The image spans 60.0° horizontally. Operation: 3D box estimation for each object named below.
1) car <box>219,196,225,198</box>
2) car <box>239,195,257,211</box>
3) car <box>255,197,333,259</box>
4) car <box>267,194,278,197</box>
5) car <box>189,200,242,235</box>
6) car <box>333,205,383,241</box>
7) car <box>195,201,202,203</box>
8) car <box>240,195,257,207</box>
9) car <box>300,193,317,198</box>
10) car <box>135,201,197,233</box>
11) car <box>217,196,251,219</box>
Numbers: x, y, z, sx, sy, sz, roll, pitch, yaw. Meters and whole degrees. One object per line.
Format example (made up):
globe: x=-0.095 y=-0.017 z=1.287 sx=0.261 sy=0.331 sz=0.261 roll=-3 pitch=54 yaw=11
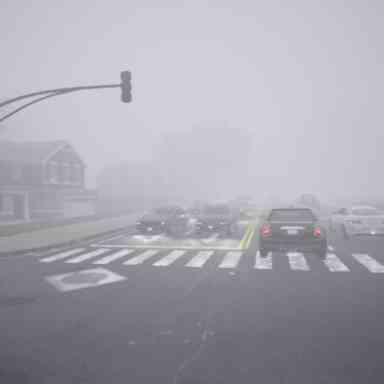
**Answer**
car: x=4.447 y=1.292 z=45.561 sx=1.812 sy=1.442 sz=4.674 roll=-1 pitch=0 yaw=13
car: x=5.595 y=1.124 z=36.093 sx=2.097 sy=1.767 sz=4.553 roll=-1 pitch=0 yaw=13
car: x=3.596 y=1.242 z=12.381 sx=2.097 sy=1.767 sz=4.553 roll=-1 pitch=0 yaw=13
car: x=13.979 y=1.016 z=57.627 sx=2.128 sy=1.511 sz=4.902 roll=-1 pitch=0 yaw=13
car: x=1.439 y=1.422 z=18.331 sx=1.837 sy=1.490 sz=4.892 roll=-1 pitch=0 yaw=13
car: x=7.591 y=1.322 z=15.271 sx=1.812 sy=1.442 sz=4.674 roll=-1 pitch=0 yaw=13
car: x=0.725 y=1.461 z=29.584 sx=1.994 sy=1.385 sz=4.181 roll=-1 pitch=0 yaw=14
car: x=7.835 y=1.171 z=45.701 sx=1.882 sy=1.535 sz=5.008 roll=-1 pitch=0 yaw=14
car: x=12.302 y=0.982 z=35.555 sx=2.097 sy=1.767 sz=4.553 roll=-1 pitch=0 yaw=13
car: x=-1.532 y=1.523 z=19.859 sx=2.033 sy=1.411 sz=5.357 roll=-1 pitch=0 yaw=15
car: x=3.528 y=1.370 z=27.345 sx=1.812 sy=1.442 sz=4.674 roll=-1 pitch=0 yaw=14
